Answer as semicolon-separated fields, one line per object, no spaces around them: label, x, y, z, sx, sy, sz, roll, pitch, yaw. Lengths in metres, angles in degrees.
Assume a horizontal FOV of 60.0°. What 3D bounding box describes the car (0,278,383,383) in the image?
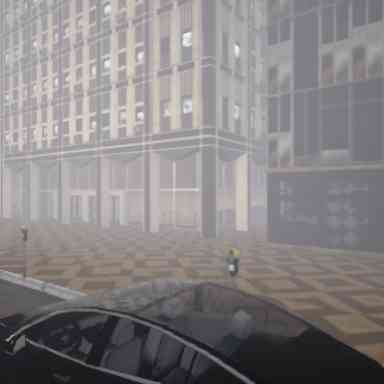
car;-0.506;1.561;3.238;4.313;1.339;1.947;0;0;35
